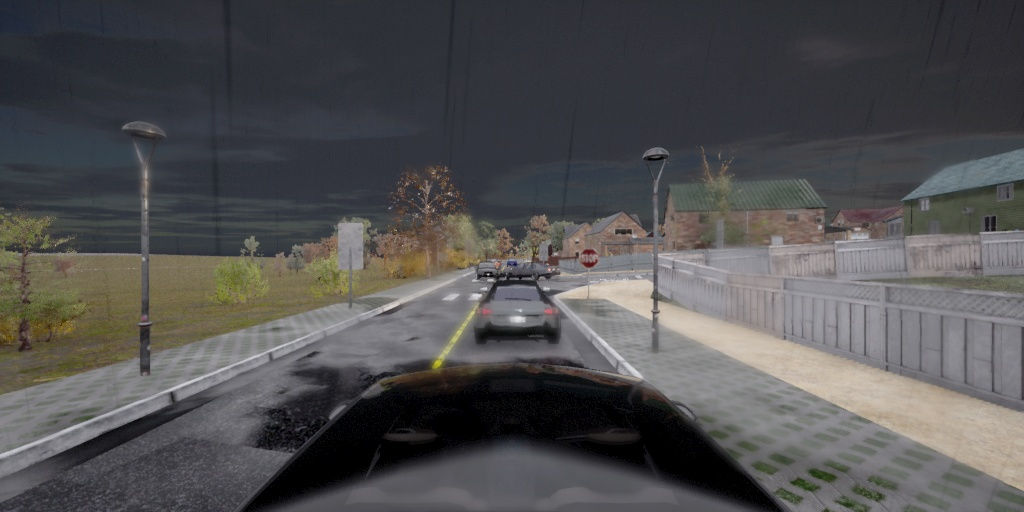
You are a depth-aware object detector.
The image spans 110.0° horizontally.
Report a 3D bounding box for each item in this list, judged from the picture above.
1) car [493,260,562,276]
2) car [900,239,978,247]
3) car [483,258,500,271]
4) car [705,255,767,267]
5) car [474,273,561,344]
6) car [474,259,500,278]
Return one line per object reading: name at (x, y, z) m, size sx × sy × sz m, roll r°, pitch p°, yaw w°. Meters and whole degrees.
car at (1.339, 1.197, 28.579) m, size 5.357 × 1.411 × 2.033 m, roll -4°, pitch -3°, yaw 43°
car at (23.889, -0.208, 20.532) m, size 4.902 × 1.511 × 2.128 m, roll -3°, pitch 0°, yaw 14°
car at (-2.843, 1.120, 51.309) m, size 2.097 × 1.767 × 4.553 m, roll 0°, pitch 0°, yaw 1°
car at (14.389, 0.413, 22.954) m, size 4.181 × 1.385 × 1.994 m, roll -3°, pitch 0°, yaw 16°
car at (0.103, 1.313, 9.565) m, size 1.994 × 1.385 × 4.181 m, roll 0°, pitch 0°, yaw -1°
car at (-2.248, 1.257, 31.491) m, size 1.837 × 1.490 × 4.892 m, roll 0°, pitch 0°, yaw -8°
